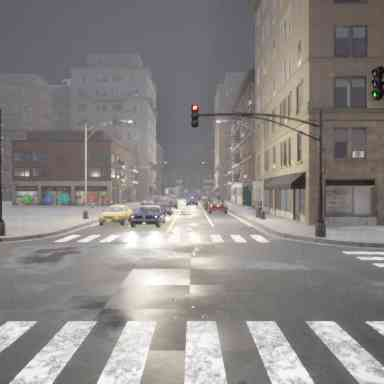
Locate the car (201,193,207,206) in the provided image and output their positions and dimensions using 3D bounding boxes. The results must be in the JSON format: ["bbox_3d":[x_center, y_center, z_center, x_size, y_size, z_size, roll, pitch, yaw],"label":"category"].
[{"bbox_3d":[2.642,1.317,41.020,2.192,1.841,5.009,0,0,0],"label":"car"}]

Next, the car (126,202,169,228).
[{"bbox_3d":[-2.880,1.601,22.557,1.895,1.301,4.718,0,0,1],"label":"car"}]

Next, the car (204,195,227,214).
[{"bbox_3d":[2.642,1.441,35.358,1.967,1.590,4.097,0,0,0],"label":"car"}]

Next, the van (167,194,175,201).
[{"bbox_3d":[-5.378,1.349,86.317,1.690,1.788,3.998,0,0,0],"label":"van"}]

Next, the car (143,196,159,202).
[{"bbox_3d":[-5.383,1.553,41.021,2.008,1.369,4.403,0,0,0],"label":"car"}]

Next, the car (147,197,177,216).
[{"bbox_3d":[-2.850,1.549,32.885,2.033,1.411,5.357,0,0,0],"label":"car"}]

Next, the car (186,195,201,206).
[{"bbox_3d":[0.006,1.604,53.850,1.895,1.301,4.718,0,0,0],"label":"car"}]

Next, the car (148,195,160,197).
[{"bbox_3d":[-5.382,1.318,46.684,2.192,1.841,5.009,0,0,0],"label":"car"}]

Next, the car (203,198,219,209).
[{"bbox_3d":[2.643,1.568,46.682,1.947,1.339,4.313,0,0,0],"label":"car"}]

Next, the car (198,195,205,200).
[{"bbox_3d":[2.648,1.575,91.977,1.947,1.339,4.313,0,0,0],"label":"car"}]

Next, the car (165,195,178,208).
[{"bbox_3d":[-2.833,1.528,44.381,1.812,1.442,4.674,0,0,0],"label":"car"}]

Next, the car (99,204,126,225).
[{"bbox_3d":[-5.385,1.526,23.866,1.752,1.417,4.829,0,0,0],"label":"car"}]

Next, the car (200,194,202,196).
[{"bbox_3d":[2.645,1.555,69.330,2.008,1.369,4.403,0,0,0],"label":"car"}]

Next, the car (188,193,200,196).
[{"bbox_3d":[0.007,1.226,64.152,2.150,2.045,5.566,0,0,0],"label":"car"}]
